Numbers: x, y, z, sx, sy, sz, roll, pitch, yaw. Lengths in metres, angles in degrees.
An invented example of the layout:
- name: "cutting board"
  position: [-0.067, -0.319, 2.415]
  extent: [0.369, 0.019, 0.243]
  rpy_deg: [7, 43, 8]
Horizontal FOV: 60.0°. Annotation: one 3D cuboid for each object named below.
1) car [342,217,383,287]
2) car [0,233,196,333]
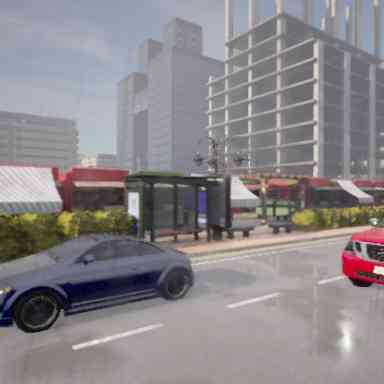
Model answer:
- name: "car"
  position: [6.071, 1.250, 8.305]
  extent: [5.566, 2.045, 2.150]
  rpy_deg: [0, 0, -36]
- name: "car"
  position: [-1.990, 1.570, 6.830]
  extent: [4.181, 1.385, 1.994]
  rpy_deg: [0, 0, -35]
